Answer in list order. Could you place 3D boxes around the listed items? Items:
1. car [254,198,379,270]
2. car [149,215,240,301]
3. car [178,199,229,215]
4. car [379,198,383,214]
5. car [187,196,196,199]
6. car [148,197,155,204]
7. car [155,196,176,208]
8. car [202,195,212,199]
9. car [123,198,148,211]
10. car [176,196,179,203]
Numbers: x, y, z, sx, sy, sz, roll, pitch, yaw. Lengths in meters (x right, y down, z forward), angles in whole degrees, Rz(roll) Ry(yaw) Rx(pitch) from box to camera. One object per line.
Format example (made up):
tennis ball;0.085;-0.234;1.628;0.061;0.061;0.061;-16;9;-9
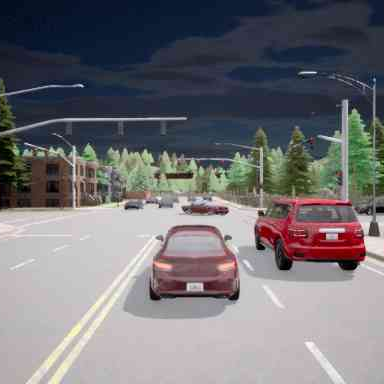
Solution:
car;3.558;1.221;11.107;2.150;2.045;5.566;0;0;0
car;0.050;1.526;8.227;1.812;1.442;4.674;0;0;0
car;1.253;1.601;31.946;4.718;1.301;1.895;0;0;43
car;18.275;1.352;32.491;4.553;1.767;2.097;0;0;0
car;-0.119;1.553;74.618;1.994;1.385;4.181;0;0;0
car;-7.174;1.563;59.547;1.994;1.385;4.181;0;0;0
car;-3.671;1.505;46.812;1.837;1.490;4.892;0;0;0
car;3.389;1.355;74.389;2.097;1.767;4.553;0;0;0
car;-7.169;1.547;41.533;2.033;1.411;5.357;0;0;0
car;-3.626;1.507;67.402;1.837;1.490;4.892;0;-1;0
